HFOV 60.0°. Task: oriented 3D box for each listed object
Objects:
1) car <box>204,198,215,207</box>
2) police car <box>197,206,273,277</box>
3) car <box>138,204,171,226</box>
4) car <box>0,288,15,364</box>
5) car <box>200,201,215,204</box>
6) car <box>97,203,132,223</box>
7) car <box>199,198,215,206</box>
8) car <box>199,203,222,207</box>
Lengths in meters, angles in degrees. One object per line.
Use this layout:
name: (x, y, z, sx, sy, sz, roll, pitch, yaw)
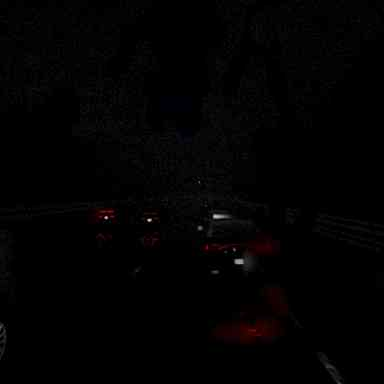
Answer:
car: (3.233, 1.851, 60.612, 1.812, 1.442, 4.674, 0, 0, 6)
police car: (1.205, 1.481, 10.581, 1.930, 1.638, 5.238, 0, 0, 1)
car: (-2.733, 1.632, 24.809, 1.837, 1.490, 4.892, 0, 0, 3)
car: (-3.369, 1.506, 2.643, 2.128, 1.511, 4.902, 0, 0, 1)
car: (1.773, 1.662, 26.214, 1.812, 1.442, 4.674, 0, 0, 3)
car: (-6.149, 1.641, 26.790, 1.837, 1.490, 4.892, 0, -1, 3)
car: (2.042, 1.812, 46.768, 1.994, 1.385, 4.181, 0, 0, 6)
car: (1.513, 1.631, 20.312, 1.812, 1.442, 4.674, 0, 0, 2)
